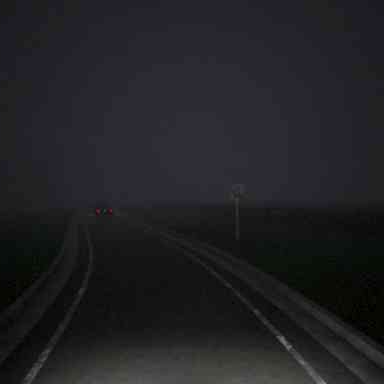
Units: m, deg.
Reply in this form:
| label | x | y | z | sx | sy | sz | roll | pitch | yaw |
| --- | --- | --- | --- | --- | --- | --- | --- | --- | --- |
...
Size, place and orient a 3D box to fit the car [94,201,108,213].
| label | x | y | z | sx | sy | sz | roll | pitch | yaw |
| --- | --- | --- | --- | --- | --- | --- | --- | --- | --- |
| car | -12.517 | 1.949 | 45.577 | 1.812 | 1.442 | 4.674 | 0 | 0 | -17 |

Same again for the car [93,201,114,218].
| label | x | y | z | sx | sy | sz | roll | pitch | yaw |
| --- | --- | --- | --- | --- | --- | --- | --- | --- | --- |
| car | -9.055 | 1.863 | 34.204 | 2.033 | 1.411 | 5.357 | 0 | -1 | -16 |
